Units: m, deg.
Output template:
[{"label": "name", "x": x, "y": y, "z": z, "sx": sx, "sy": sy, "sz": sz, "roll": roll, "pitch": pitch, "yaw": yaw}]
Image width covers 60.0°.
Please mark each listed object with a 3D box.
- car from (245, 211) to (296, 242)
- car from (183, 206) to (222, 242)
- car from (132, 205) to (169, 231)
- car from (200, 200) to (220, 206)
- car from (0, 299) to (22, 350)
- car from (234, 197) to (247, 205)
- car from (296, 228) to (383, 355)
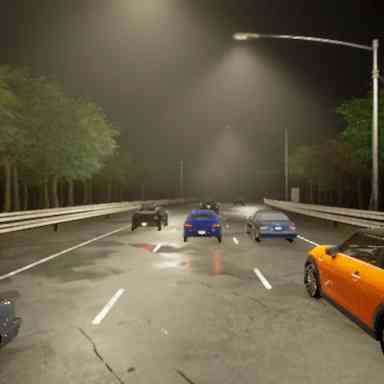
[{"label": "car", "x": 3.941, "y": 1.672, "z": 17.188, "sx": 2.033, "sy": 1.411, "sz": 5.357, "roll": 0, "pitch": 0, "yaw": 3}, {"label": "car", "x": 0.559, "y": 1.650, "z": 17.123, "sx": 1.812, "sy": 1.442, "sz": 4.674, "roll": 0, "pitch": 0, "yaw": 3}, {"label": "car", "x": -2.686, "y": 1.663, "z": 22.073, "sx": 1.837, "sy": 1.490, "sz": 4.892, "roll": 0, "pitch": 0, "yaw": 3}, {"label": "car", "x": 1.960, "y": 1.610, "z": 36.809, "sx": 2.097, "sy": 1.767, "sz": 4.553, "roll": 0, "pitch": 0, "yaw": 5}, {"label": "car", "x": -3.373, "y": 1.564, "z": 2.266, "sx": 2.033, "sy": 1.411, "sz": 5.357, "roll": 0, "pitch": 0, "yaw": 1}, {"label": "car", "x": 10.074, "y": 1.831, "z": 70.670, "sx": 2.097, "sy": 1.767, "sz": 4.553, "roll": 0, "pitch": 0, "yaw": 11}, {"label": "car", "x": 3.580, "y": 1.394, "z": 5.744, "sx": 2.097, "sy": 1.767, "sz": 4.553, "roll": 0, "pitch": 0, "yaw": 1}]
